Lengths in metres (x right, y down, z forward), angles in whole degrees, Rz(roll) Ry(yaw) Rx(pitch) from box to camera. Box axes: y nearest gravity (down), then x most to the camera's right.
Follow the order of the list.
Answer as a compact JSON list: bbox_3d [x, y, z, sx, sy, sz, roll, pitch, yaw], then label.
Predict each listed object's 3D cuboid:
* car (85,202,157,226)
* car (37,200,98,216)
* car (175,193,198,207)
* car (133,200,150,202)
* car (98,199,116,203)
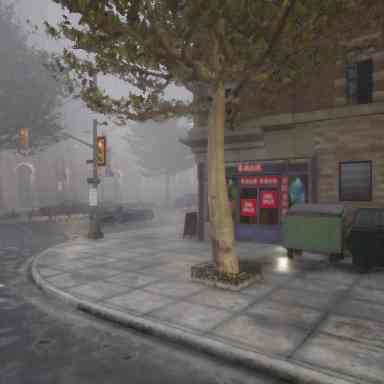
[{"bbox_3d":[-4.850,1.601,23.660,1.895,1.301,4.718,0,0,36],"label":"car"},{"bbox_3d":[-12.472,1.547,33.122,2.033,1.411,5.357,0,0,36],"label":"car"},{"bbox_3d":[-0.237,1.221,49.876,2.150,2.045,5.566,0,0,36],"label":"car"},{"bbox_3d":[-6.576,1.601,41.206,1.895,1.301,4.718,0,0,36],"label":"car"},{"bbox_3d":[-11.975,1.595,45.089,1.895,1.301,4.718,0,0,36],"label":"car"}]
